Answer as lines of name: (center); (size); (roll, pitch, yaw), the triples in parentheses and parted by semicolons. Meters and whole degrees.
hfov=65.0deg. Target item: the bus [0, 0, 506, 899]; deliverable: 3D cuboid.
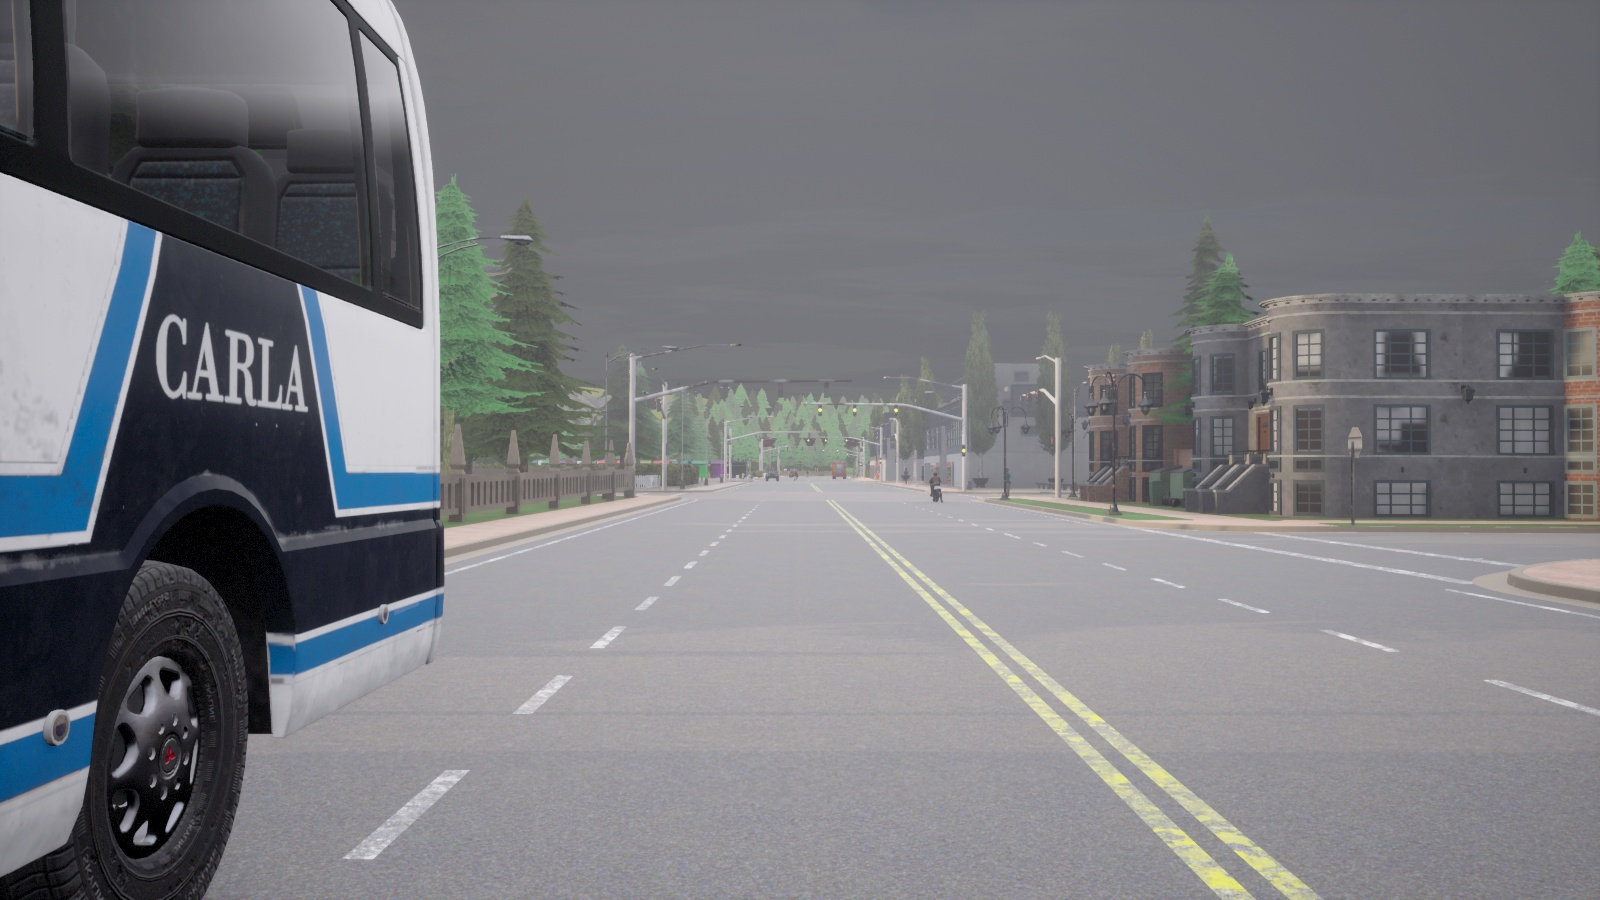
bus: (-3.508, -0.523, 1.472); (3.944, 4.253, 10.273); (0, -1, 0)
